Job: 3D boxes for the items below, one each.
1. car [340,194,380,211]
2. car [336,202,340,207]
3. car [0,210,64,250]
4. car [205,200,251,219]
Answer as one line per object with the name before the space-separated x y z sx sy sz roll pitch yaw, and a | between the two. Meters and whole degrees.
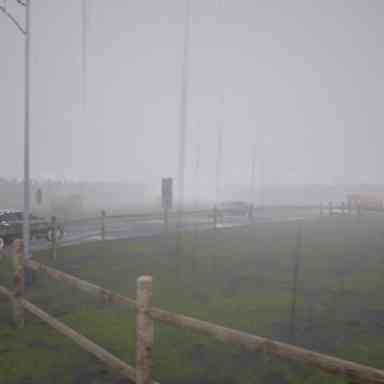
car | 20.334 1.257 39.421 5.566 2.045 2.150 0 0 -38
car | 20.570 1.508 43.176 4.902 1.511 2.128 0 0 -37
car | -7.415 1.486 13.648 1.837 1.490 4.892 -3 -1 20
car | 3.218 1.483 28.797 4.892 1.490 1.837 0 0 -42
